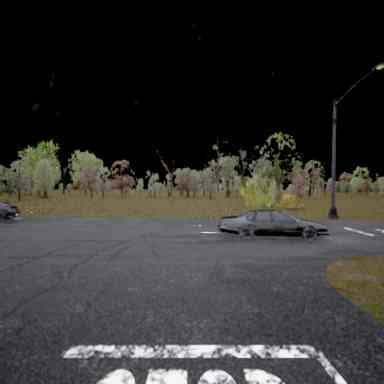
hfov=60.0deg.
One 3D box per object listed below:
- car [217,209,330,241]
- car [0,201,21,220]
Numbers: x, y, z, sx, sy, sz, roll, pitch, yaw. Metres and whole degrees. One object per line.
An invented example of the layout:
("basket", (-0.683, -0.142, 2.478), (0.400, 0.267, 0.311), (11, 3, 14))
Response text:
("car", (3.942, 1.594, 16.641), (5.357, 1.411, 2.033), (1, 0, 0))
("car", (-14.900, 1.340, 23.769), (4.892, 1.490, 1.837), (1, 1, 0))
